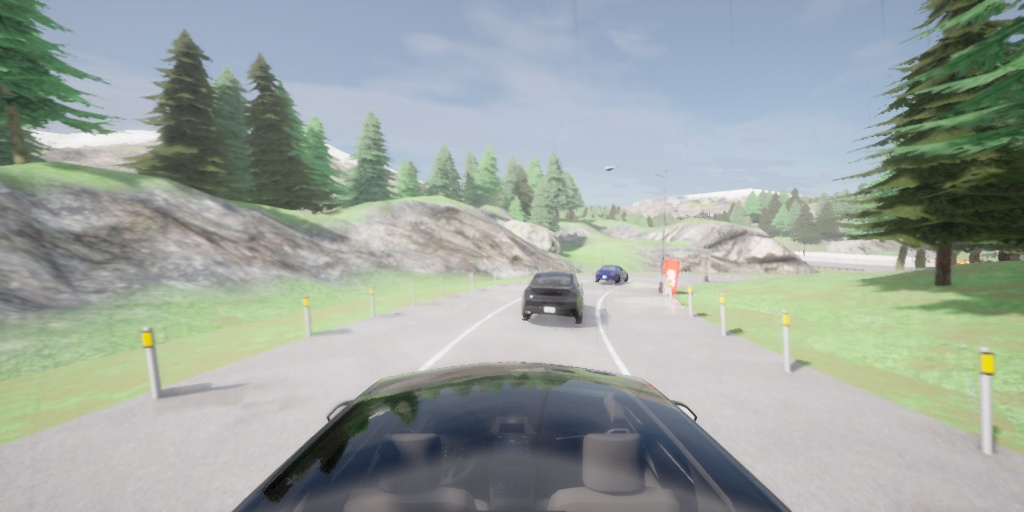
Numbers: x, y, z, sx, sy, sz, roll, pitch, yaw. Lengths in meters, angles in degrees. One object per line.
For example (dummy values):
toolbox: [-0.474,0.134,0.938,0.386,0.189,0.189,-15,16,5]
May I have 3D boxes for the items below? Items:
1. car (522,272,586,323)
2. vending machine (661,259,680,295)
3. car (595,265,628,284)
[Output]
car: [1.526,1.279,12.467,1.837,1.490,4.892,1,0,11]
vending machine: [9.446,1.214,21.616,1.100,2.100,0.880,0,0,24]
car: [8.163,1.448,29.184,1.812,1.442,4.674,3,1,30]
